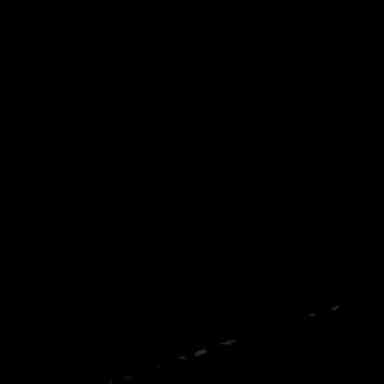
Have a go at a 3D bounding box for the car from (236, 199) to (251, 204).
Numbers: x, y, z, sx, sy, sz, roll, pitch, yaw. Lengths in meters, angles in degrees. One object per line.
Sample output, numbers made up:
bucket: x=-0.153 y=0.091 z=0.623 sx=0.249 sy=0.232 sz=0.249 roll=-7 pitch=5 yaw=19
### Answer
car: x=13.444 y=2.446 z=84.713 sx=1.882 sy=1.535 sz=5.008 roll=1 pitch=-1 yaw=-40
